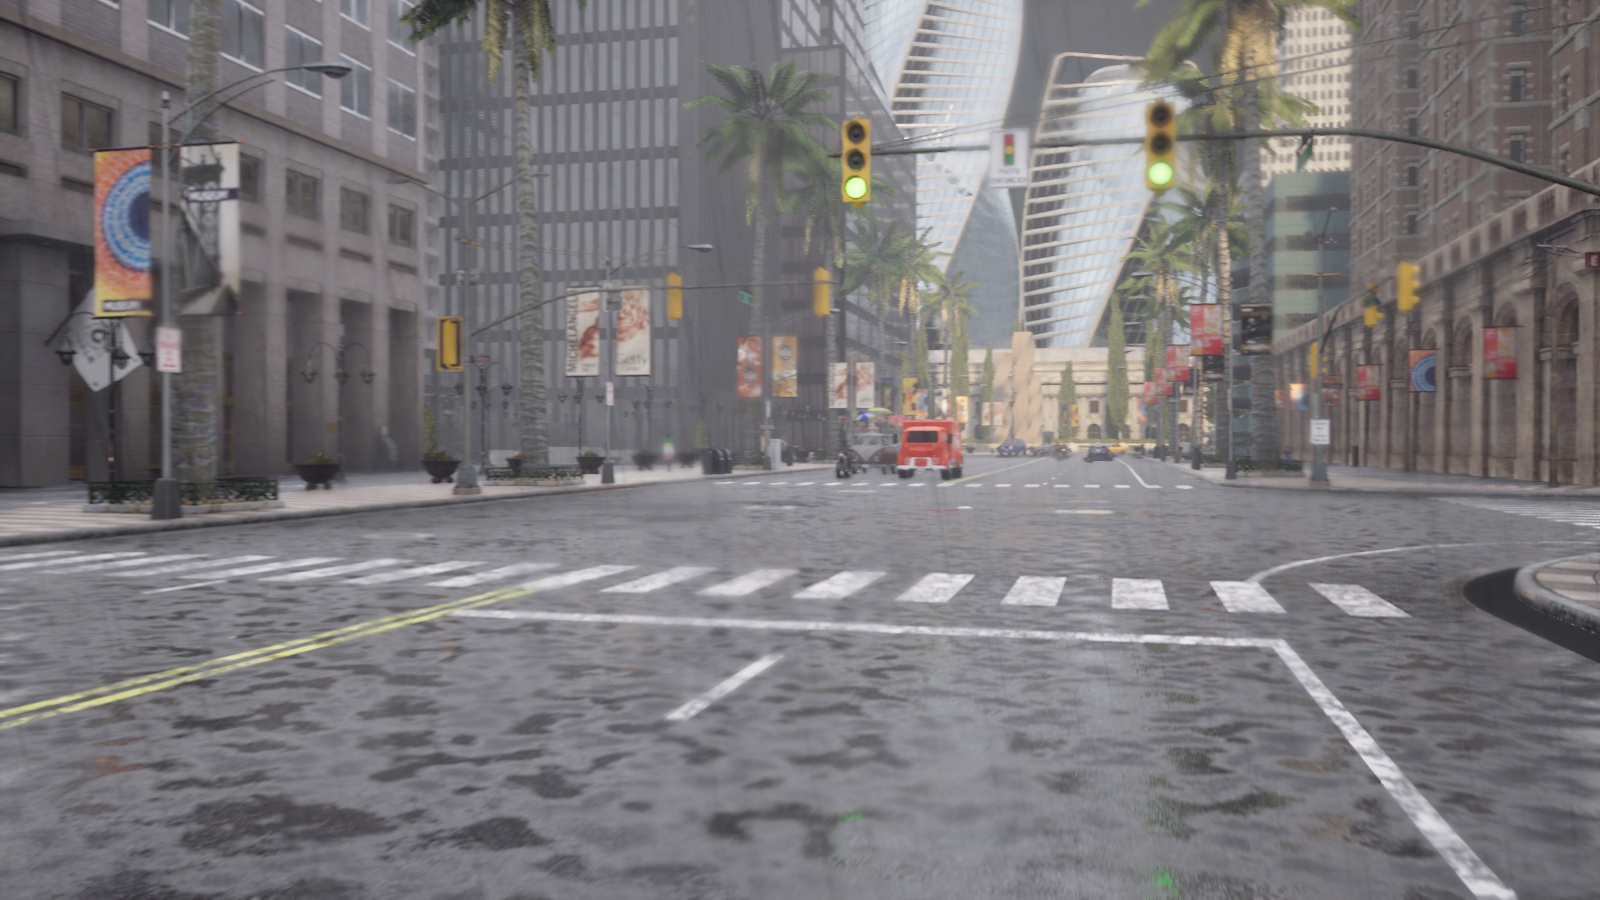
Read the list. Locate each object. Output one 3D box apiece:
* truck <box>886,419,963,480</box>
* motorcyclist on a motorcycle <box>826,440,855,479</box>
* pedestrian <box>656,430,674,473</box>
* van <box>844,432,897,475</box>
[{"bbox_3d":[5.442,-0.035,54.216,2.627,2.467,5.204,0,0,14],"label":"truck"},{"bbox_3d":[1.728,0.396,53.703,0.766,1.649,2.350,0,1,14],"label":"motorcyclist on a motorcycle"},{"bbox_3d":[-6.127,0.065,57.058,0.659,1.952,0.873,0,0,3],"label":"pedestrian"},{"bbox_3d":[3.446,0.162,60.797,1.775,1.987,4.442,0,0,14],"label":"van"}]
